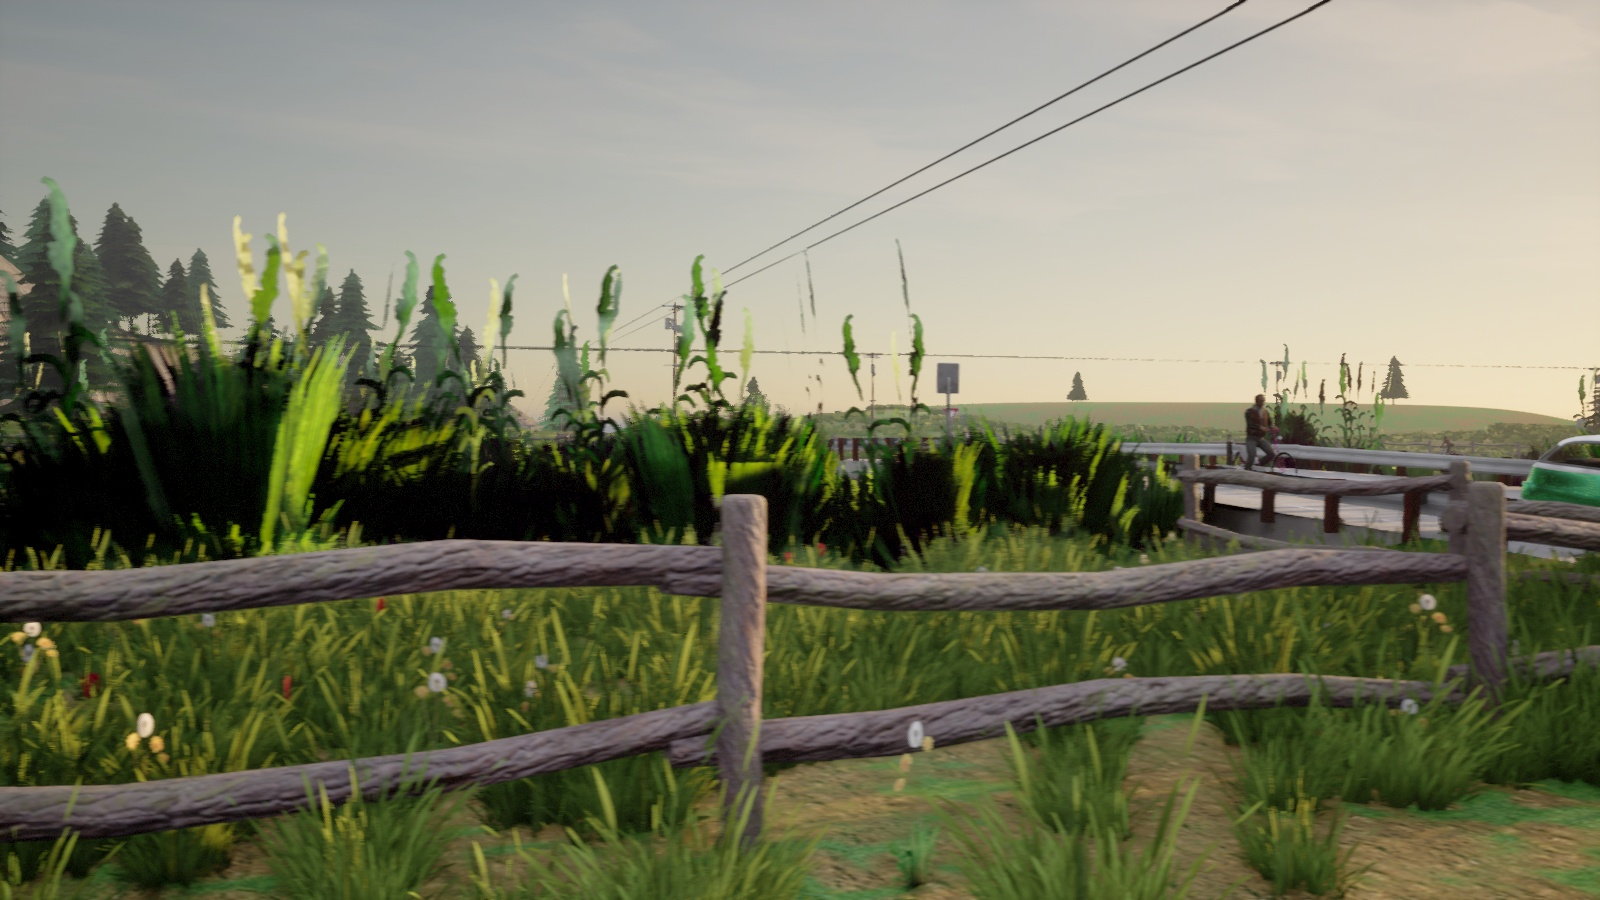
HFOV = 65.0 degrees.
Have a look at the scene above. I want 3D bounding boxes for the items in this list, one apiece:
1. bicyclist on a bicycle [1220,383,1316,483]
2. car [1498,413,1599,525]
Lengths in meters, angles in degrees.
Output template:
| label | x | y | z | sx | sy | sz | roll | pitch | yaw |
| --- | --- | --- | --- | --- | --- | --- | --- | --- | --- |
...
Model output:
| label | x | y | z | sx | sy | sz | roll | pitch | yaw |
| --- | --- | --- | --- | --- | --- | --- | --- | --- | --- |
| bicyclist on a bicycle | 8.627 | -0.336 | 23.255 | 0.659 | 1.776 | 1.843 | -1 | 3 | -17 |
| car | 10.770 | 0.237 | 16.625 | 1.481 | 1.376 | 2.207 | -1 | 4 | -18 |
